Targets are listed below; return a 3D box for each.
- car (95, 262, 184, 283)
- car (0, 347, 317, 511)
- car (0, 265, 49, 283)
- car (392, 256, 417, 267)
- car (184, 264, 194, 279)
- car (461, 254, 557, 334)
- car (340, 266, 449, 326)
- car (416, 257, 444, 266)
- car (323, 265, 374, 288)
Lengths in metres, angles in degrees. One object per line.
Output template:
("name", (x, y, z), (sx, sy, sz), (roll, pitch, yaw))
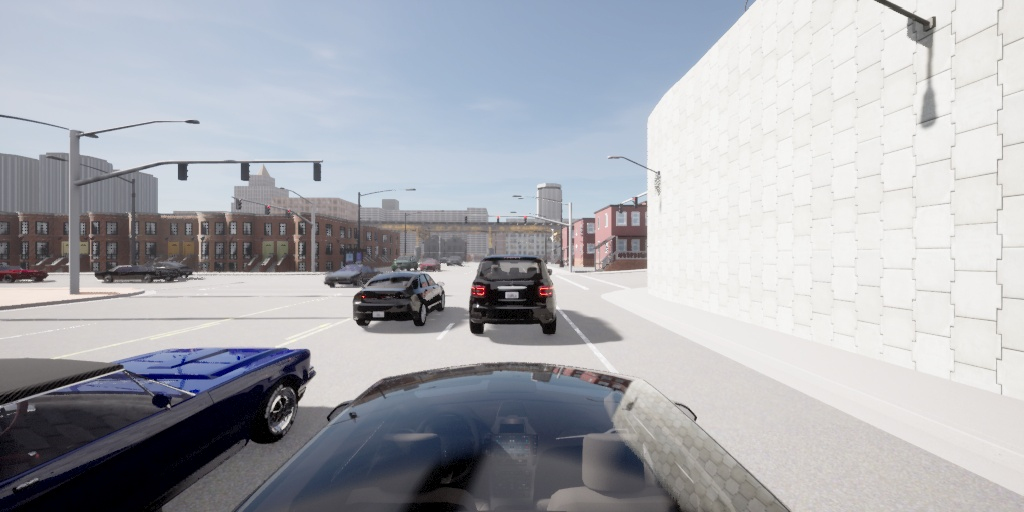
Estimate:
("car", (-28.178, 1.351, 27.081), (4.718, 1.301, 1.895), (0, 0, 0))
("car", (-3.397, 1.351, 2.370), (1.895, 1.301, 4.718), (0, 0, 0))
("car", (-38.295, 1.351, 27.045), (4.718, 1.301, 1.895), (0, 0, 0))
("car", (-14.104, 0.971, 47.554), (2.150, 2.045, 5.566), (0, 0, 0))
("car", (-30.175, 1.255, 30.699), (4.892, 1.490, 1.837), (0, 0, 1))
("car", (0.062, 0.971, 10.734), (2.150, 2.045, 5.566), (0, 0, 1))
("car", (-3.422, 1.255, 11.624), (1.837, 1.490, 4.892), (0, 0, 0))
("car", (-10.610, 1.228, 46.874), (1.882, 1.535, 5.008), (0, 0, 0))
("car", (-10.606, 1.297, 24.351), (2.033, 1.411, 5.357), (0, 0, 0))
